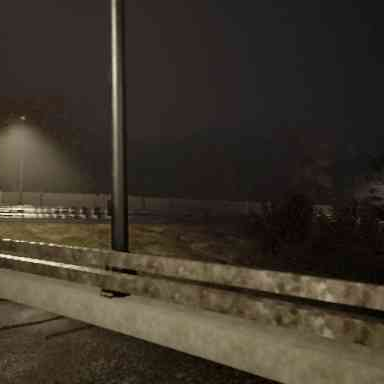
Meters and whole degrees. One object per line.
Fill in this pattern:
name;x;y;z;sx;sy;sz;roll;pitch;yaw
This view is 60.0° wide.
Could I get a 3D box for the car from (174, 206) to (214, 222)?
car;0.375;2.989;45.444;5.566;2.045;2.150;3;-2;-26
